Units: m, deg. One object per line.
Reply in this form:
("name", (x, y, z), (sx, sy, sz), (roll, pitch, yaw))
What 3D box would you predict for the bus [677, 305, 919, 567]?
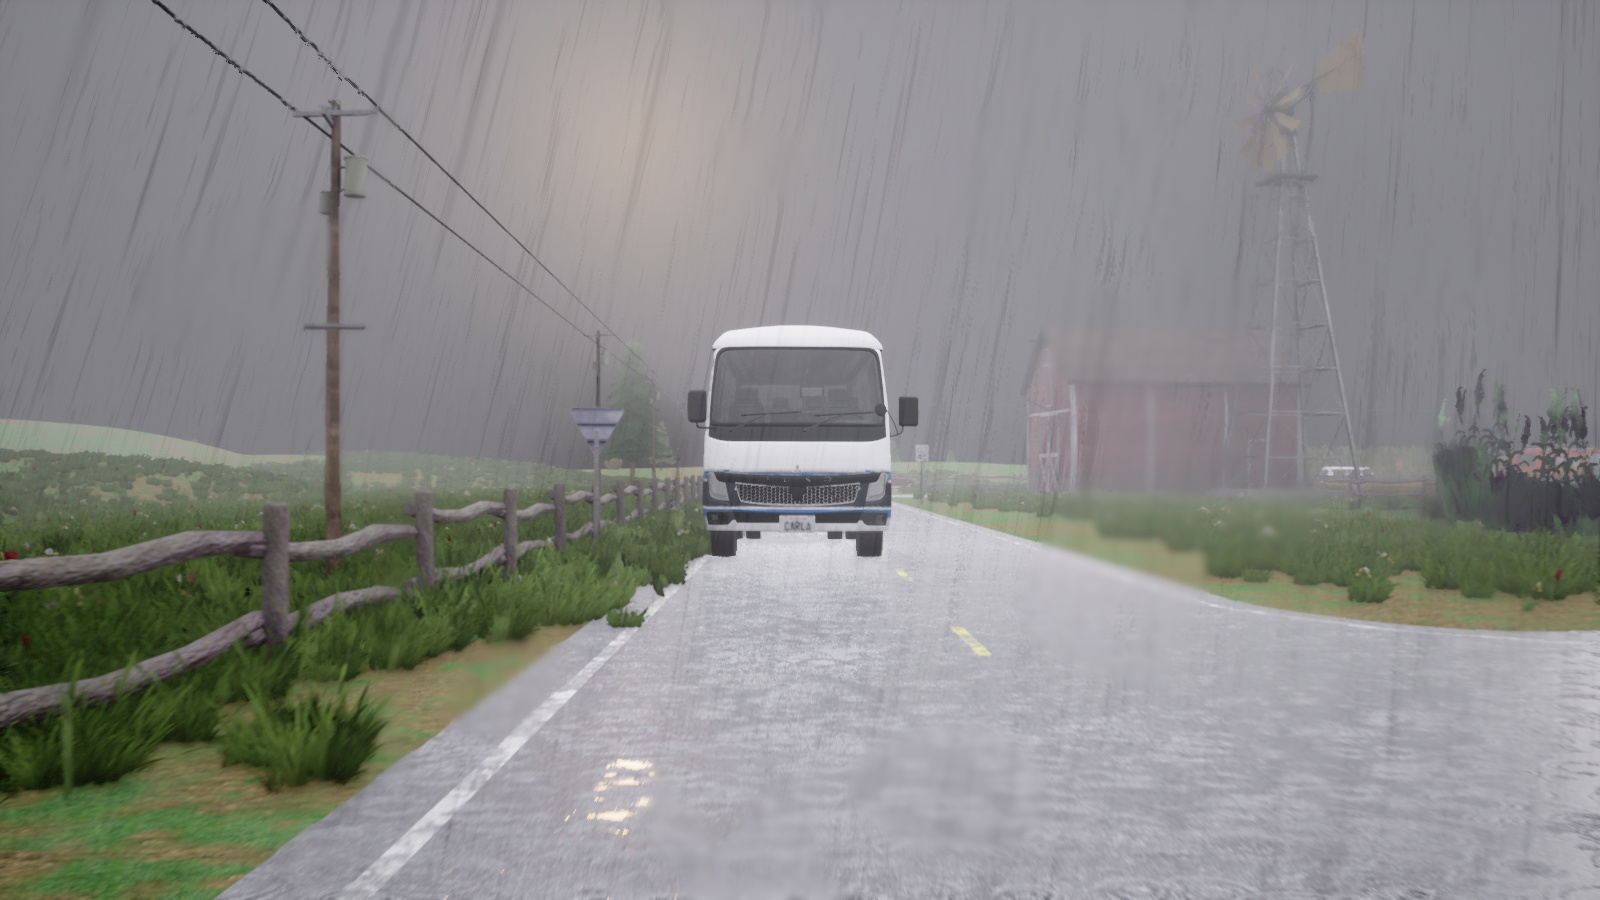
("bus", (-0.089, -0.154, 25.629), (3.944, 4.253, 10.273), (0, -1, -1))
